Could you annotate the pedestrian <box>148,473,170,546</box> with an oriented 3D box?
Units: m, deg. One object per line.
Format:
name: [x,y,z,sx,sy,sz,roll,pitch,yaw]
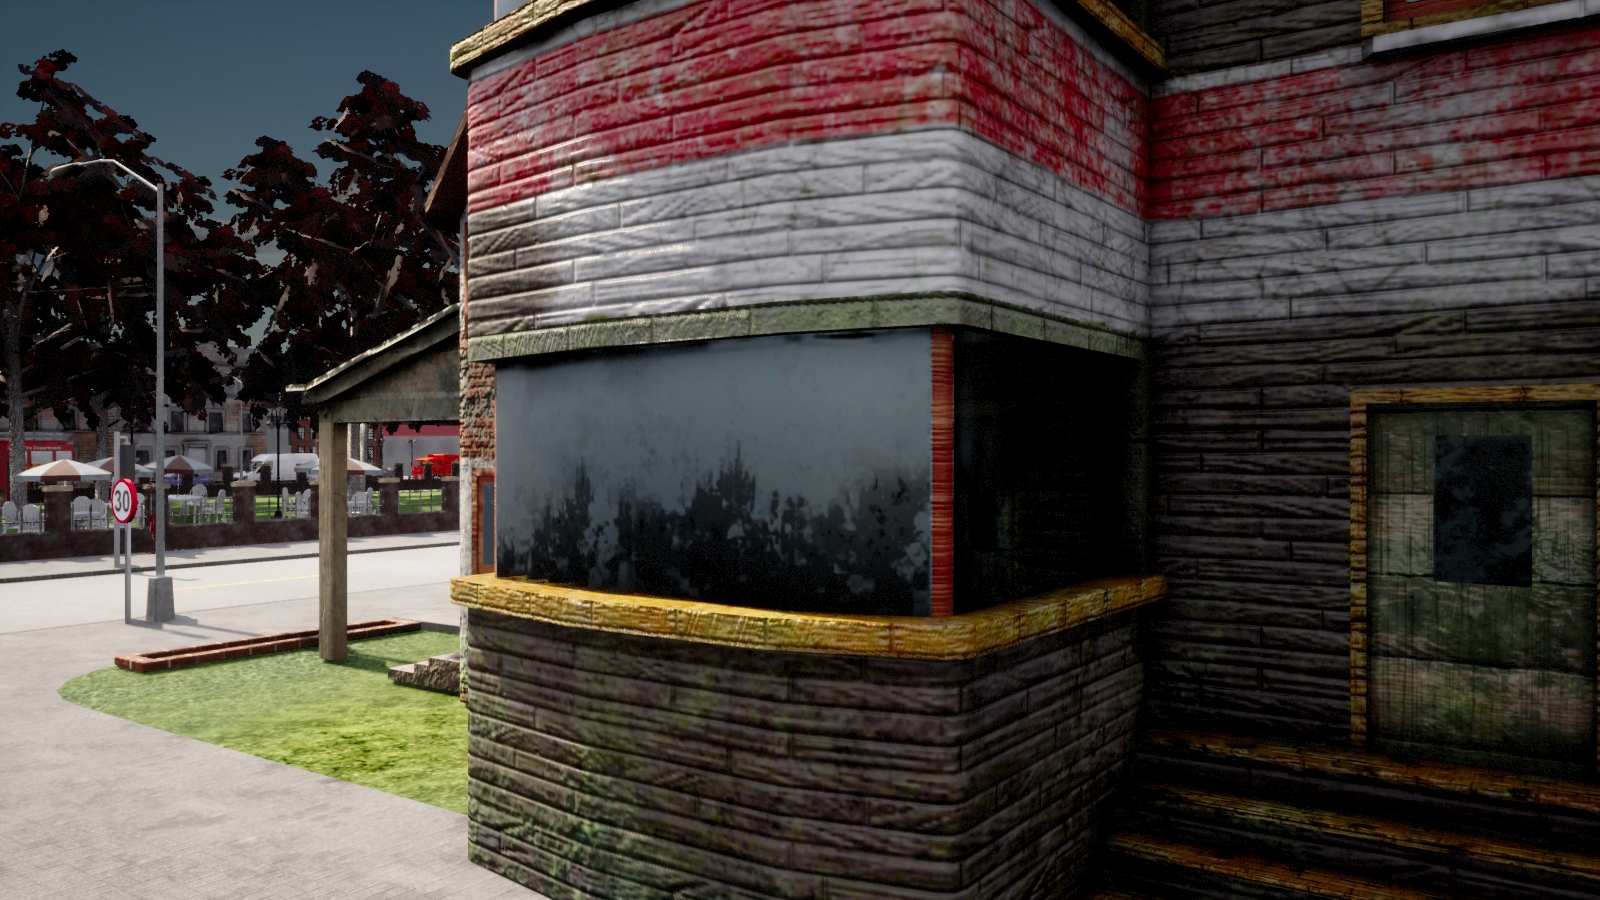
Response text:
pedestrian: [-16.402,1.517,29.235,0.375,1.860,0.375,0,0,36]
